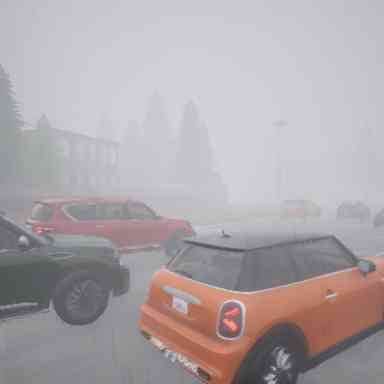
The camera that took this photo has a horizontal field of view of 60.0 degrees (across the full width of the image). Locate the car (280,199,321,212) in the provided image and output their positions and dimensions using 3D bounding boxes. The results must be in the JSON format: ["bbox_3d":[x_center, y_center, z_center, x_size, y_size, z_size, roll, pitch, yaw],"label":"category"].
[{"bbox_3d":[9.049,1.342,27.465,2.097,1.767,4.553,0,0,39],"label":"car"}]

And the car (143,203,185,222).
[{"bbox_3d":[-2.452,1.219,10.872,5.566,2.045,2.150,0,0,-39],"label":"car"}]

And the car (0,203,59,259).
[{"bbox_3d":[-7.312,1.352,11.616,4.553,1.767,2.097,0,0,-36],"label":"car"}]

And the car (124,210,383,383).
[{"bbox_3d":[1.531,1.351,5.220,4.553,1.767,2.097,0,0,-38],"label":"car"}]

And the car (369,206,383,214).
[{"bbox_3d":[13.186,1.553,21.486,1.994,1.385,4.181,0,0,39],"label":"car"}]

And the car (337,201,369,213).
[{"bbox_3d":[13.211,1.480,27.176,2.128,1.511,4.902,0,0,37],"label":"car"}]

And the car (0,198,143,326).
[{"bbox_3d":[-3.840,1.221,5.395,5.566,2.045,2.150,0,0,-36],"label":"car"}]
